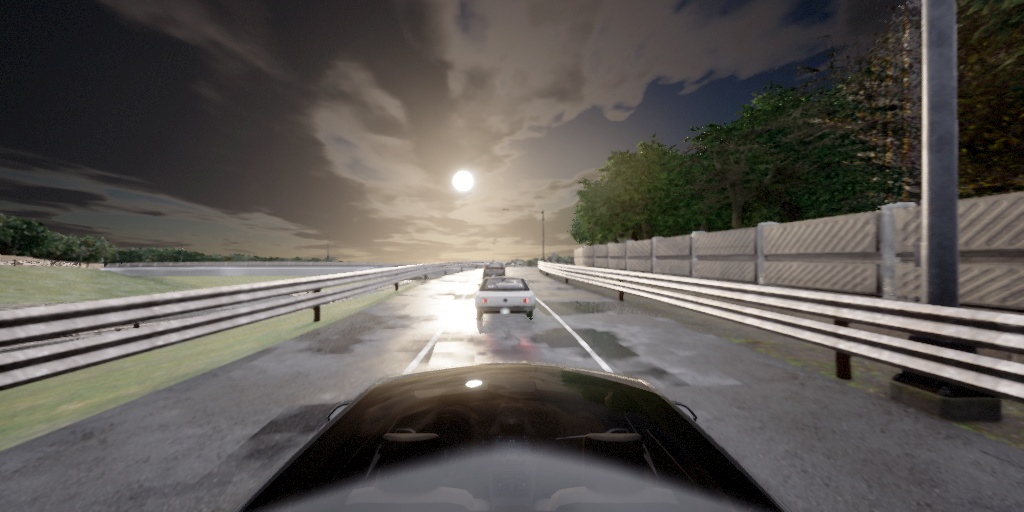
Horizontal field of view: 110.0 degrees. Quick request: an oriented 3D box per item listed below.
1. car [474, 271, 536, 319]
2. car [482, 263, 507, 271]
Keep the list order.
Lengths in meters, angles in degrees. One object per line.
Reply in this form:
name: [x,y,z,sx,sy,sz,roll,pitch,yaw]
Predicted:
car: [-0.302,1.377,12.973,1.895,1.301,4.718,0,0,-3]
car: [-1.462,1.299,30.190,2.128,1.511,4.902,0,0,-3]
